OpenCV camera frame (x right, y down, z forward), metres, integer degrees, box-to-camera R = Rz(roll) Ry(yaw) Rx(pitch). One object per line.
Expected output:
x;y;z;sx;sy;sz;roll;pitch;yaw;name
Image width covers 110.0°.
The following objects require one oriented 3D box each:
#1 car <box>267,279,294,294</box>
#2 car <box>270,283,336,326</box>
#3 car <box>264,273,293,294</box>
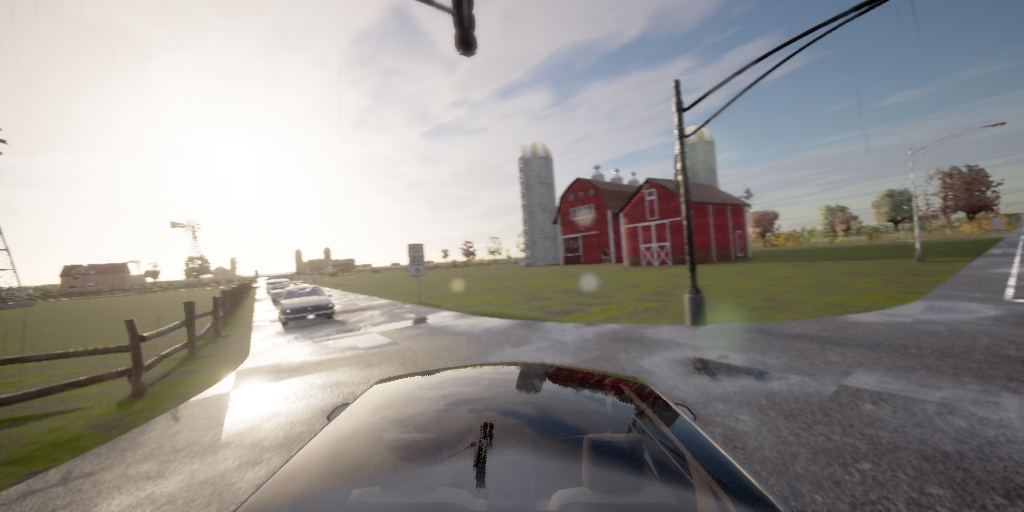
-16.145;2.600;25.651;1.895;1.301;4.718;-4;0;-35;car
-9.077;2.002;15.584;2.033;1.411;5.357;-4;0;-35;car
-25.440;2.933;38.914;2.150;2.045;5.566;-4;0;-35;car
